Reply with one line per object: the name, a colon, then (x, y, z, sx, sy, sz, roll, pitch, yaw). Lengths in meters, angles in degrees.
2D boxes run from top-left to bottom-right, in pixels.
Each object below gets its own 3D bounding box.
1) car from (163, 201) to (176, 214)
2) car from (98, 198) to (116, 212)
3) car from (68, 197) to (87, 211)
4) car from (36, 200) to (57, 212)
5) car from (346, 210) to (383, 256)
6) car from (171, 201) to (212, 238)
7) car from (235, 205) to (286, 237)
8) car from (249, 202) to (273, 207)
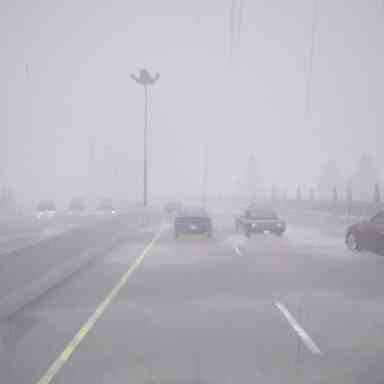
car: (-2.040, 1.619, 36.310, 1.994, 1.385, 4.181, 0, 0, -11)
car: (-10.568, 1.587, 41.226, 1.837, 1.490, 4.892, 0, 0, -16)
car: (-14.457, 1.443, 42.091, 2.097, 1.767, 4.553, 0, 0, -17)
car: (-17.655, 1.656, 40.566, 1.994, 1.385, 4.181, 0, 0, -16)
car: (7.098, 1.359, 11.229, 2.097, 1.767, 4.553, 0, 0, 0)
car: (0.016, 1.492, 17.965, 1.882, 1.535, 5.008, 0, 0, -1)
car: (3.522, 1.615, 18.159, 1.895, 1.301, 4.718, 0, 0, -1)
car: (6.094, 1.582, 30.415, 2.033, 1.411, 5.357, 0, 0, -7)
